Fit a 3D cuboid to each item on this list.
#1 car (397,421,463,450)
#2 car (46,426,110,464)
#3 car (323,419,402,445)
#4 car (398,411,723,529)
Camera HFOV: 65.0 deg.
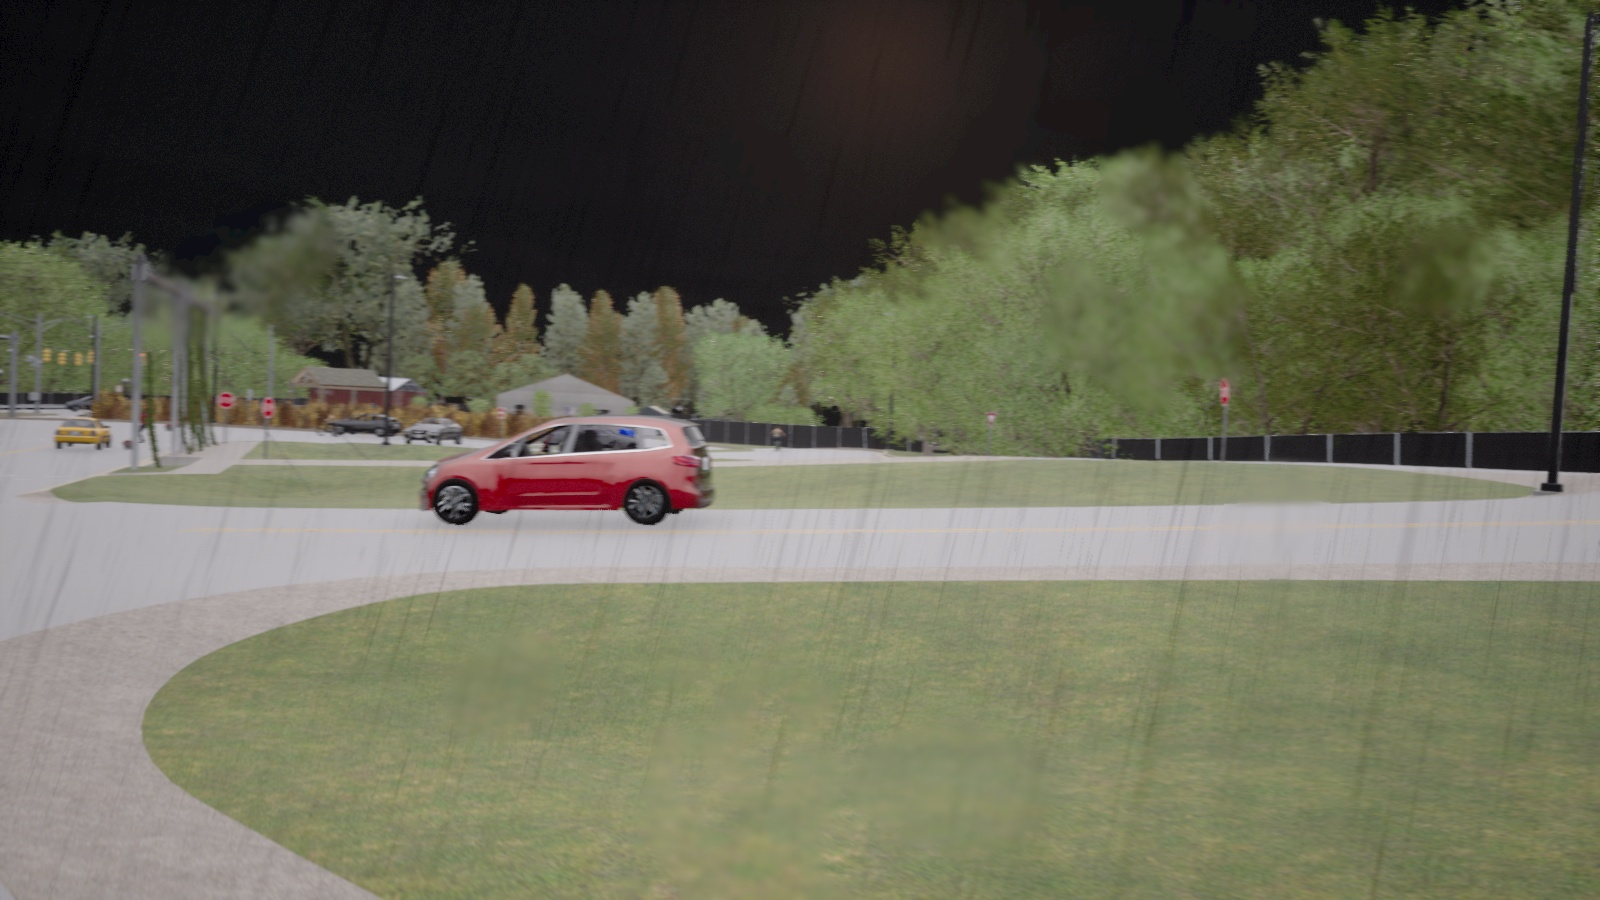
[{"bbox_3d":[-22.163,-0.895,75.414,2.152,1.651,5.027,1,1,4],"label":"car"},{"bbox_3d":[-32.805,-0.270,57.146,1.801,1.575,5.366,1,1,-22],"label":"car"},{"bbox_3d":[-29.191,-1.208,83.819,4.514,1.525,2.007,2,3,8],"label":"car"},{"bbox_3d":[-3.677,0.274,19.940,4.611,1.667,2.242,-1,2,4],"label":"car"}]
